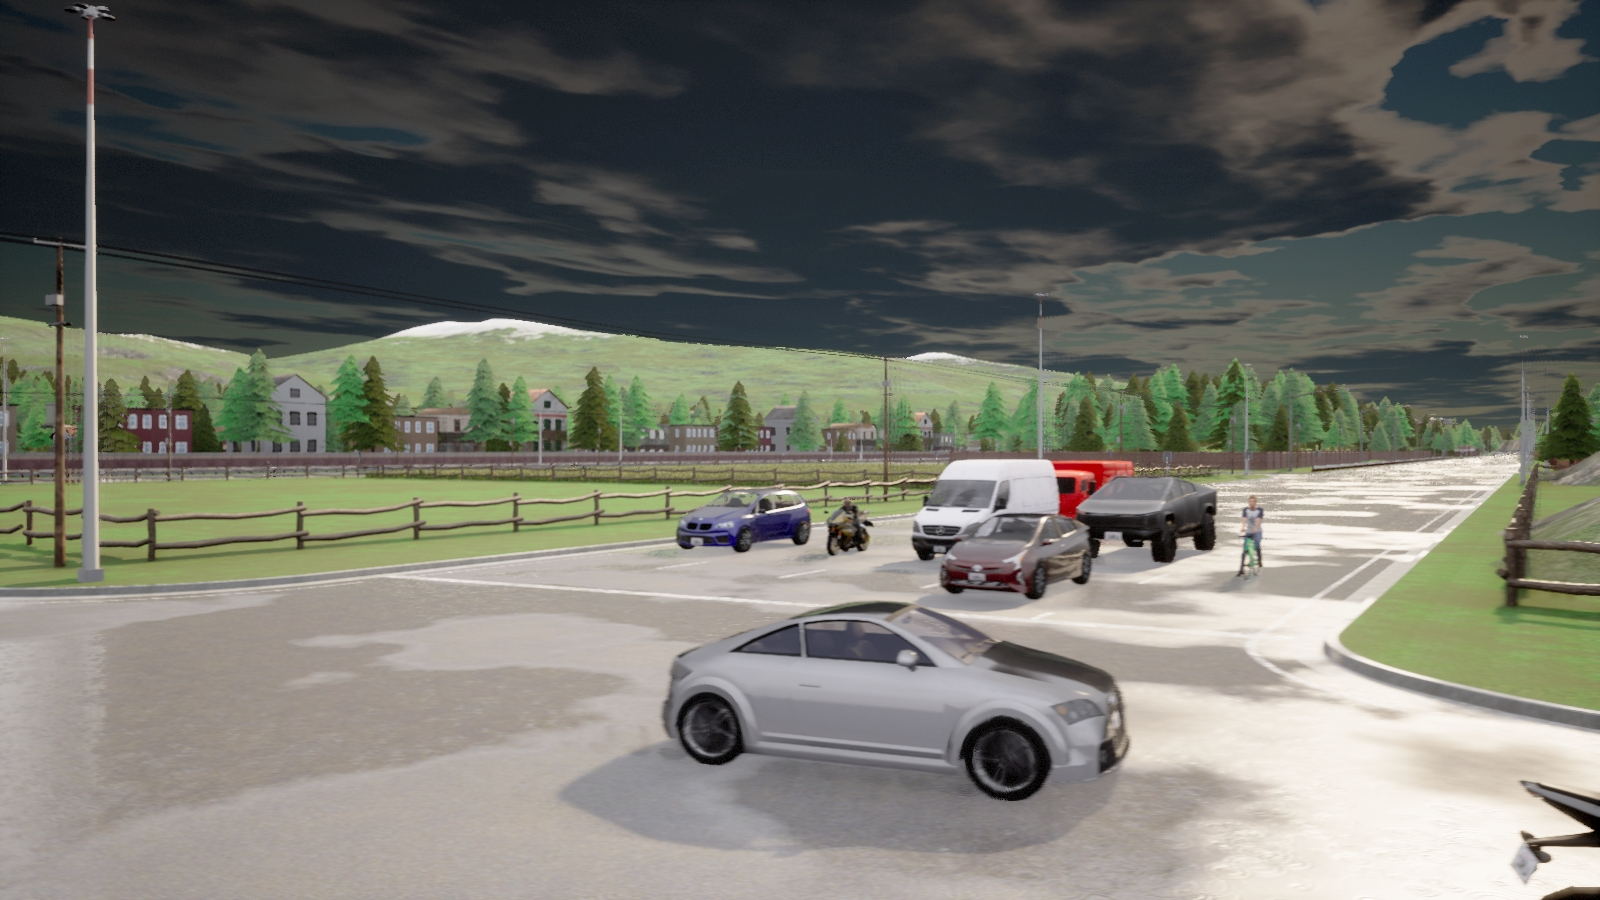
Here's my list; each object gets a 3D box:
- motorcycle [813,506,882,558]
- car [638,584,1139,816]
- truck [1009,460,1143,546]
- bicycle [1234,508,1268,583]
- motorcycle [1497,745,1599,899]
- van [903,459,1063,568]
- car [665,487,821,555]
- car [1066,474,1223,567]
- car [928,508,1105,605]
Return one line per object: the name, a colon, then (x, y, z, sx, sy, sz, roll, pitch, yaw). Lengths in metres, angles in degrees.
motorcycle: (1.325, 2.218, 31.114, 0.867, 1.251, 2.209, 0, 0, 33)
car: (0.846, 2.123, 10.488, 4.181, 1.385, 1.994, 0, 0, 22)
truck: (8.921, 1.577, 36.572, 2.627, 2.467, 5.204, 0, 0, 32)
bicycle: (9.892, 2.062, 25.025, 0.373, 1.496, 1.643, 0, 0, 33)
motorcycle: (4.624, 2.205, 5.338, 2.209, 1.251, 0.867, 0, 0, 20)
van: (5.001, 1.545, 30.359, 1.988, 2.561, 5.915, 0, 0, 33)
car: (-1.558, 1.983, 33.098, 2.242, 1.667, 4.611, 0, 0, 33)
car: (9.397, 1.762, 30.691, 2.390, 2.098, 6.274, 0, 0, 33)
car: (4.486, 2.048, 23.099, 2.007, 1.525, 4.514, 0, 0, 32)
